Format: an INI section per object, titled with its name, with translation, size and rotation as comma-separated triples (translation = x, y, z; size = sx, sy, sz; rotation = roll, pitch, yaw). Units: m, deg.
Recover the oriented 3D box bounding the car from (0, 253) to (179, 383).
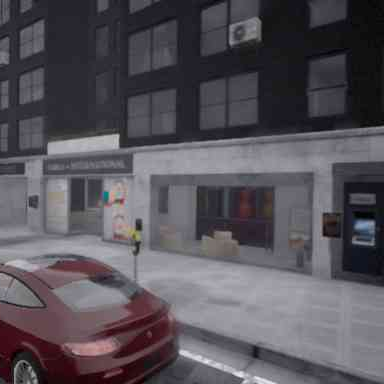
[car]
translation = -2.085, 1.521, 4.571
size = 4.206, 1.307, 1.802
rotation = 1, 1, 36
